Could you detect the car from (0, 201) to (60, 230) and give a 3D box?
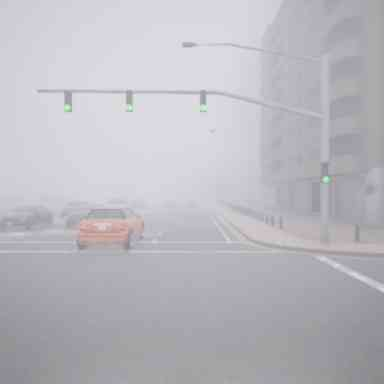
[{"bbox_3d":[-10.590,1.564,21.613,1.812,1.442,4.674,0,0,0],"label":"car"}]

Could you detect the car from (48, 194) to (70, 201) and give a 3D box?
[{"bbox_3d":[-24.556,1.212,62.417,1.932,1.855,4.605,0,0,0],"label":"car"}]

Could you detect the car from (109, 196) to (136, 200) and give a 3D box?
[{"bbox_3d":[-7.090,1.404,31.933,2.097,1.767,4.553,0,0,0],"label":"car"}]

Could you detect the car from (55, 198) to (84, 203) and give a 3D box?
[{"bbox_3d":[-10.591,1.552,30.807,1.837,1.490,4.892,0,0,0],"label":"car"}]

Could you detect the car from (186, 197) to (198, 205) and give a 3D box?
[{"bbox_3d":[-0.008,1.652,61.043,1.994,1.385,4.181,0,0,0],"label":"car"}]

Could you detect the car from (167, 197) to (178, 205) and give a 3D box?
[{"bbox_3d":[-3.508,1.609,61.042,1.812,1.442,4.674,0,0,0],"label":"car"}]

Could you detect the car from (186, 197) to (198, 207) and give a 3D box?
[{"bbox_3d":[-0.006,1.681,52.359,1.895,1.301,4.718,0,0,0],"label":"car"}]

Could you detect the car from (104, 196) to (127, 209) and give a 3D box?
[{"bbox_3d":[-10.558,1.412,45.978,2.097,1.767,4.553,0,0,0],"label":"car"}]

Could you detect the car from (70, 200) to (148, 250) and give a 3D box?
[{"bbox_3d":[-3.400,1.387,14.714,2.097,1.767,4.553,0,0,0],"label":"car"}]

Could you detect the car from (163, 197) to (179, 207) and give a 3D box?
[{"bbox_3d":[-3.506,1.639,52.330,1.994,1.385,4.181,0,0,0],"label":"car"}]

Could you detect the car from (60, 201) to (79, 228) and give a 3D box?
[{"bbox_3d":[-7.086,1.570,22.929,1.812,1.442,4.674,0,0,2],"label":"car"}]

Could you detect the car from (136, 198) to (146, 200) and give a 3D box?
[{"bbox_3d":[-7.067,1.541,44.571,1.882,1.535,5.008,0,0,0],"label":"car"}]

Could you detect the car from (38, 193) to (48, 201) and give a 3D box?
[{"bbox_3d":[-27.450,1.212,62.481,1.905,1.878,3.866,0,0,0],"label":"car"}]
